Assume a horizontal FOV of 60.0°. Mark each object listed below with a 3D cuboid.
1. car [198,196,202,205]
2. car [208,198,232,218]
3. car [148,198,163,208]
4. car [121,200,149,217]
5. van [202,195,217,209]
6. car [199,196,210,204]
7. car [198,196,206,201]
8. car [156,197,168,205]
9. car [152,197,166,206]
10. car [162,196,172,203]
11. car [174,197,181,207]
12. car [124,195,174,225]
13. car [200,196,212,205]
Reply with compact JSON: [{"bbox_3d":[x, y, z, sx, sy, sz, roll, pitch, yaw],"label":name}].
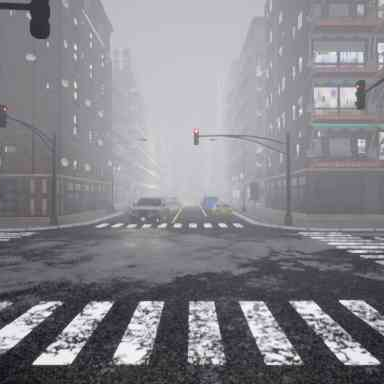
[{"bbox_3d":[2.499,1.346,49.740,2.192,1.841,5.009,1,0,0],"label":"car"},{"bbox_3d":[2.656,1.537,30.253,1.752,1.417,4.829,1,0,0],"label":"car"},{"bbox_3d":[-5.385,1.613,49.670,1.802,1.307,4.206,1,0,0],"label":"car"},{"bbox_3d":[-5.487,1.565,32.696,2.008,1.369,4.403,1,0,0],"label":"car"},{"bbox_3d":[2.540,1.366,44.087,1.690,1.788,3.998,1,0,0],"label":"van"},{"bbox_3d":[2.469,1.604,66.709,2.008,1.369,4.403,1,0,0],"label":"car"},{"bbox_3d":[2.443,1.626,83.677,1.887,1.381,4.507,1,0,0],"label":"car"},{"bbox_3d":[-5.402,1.627,60.985,1.802,1.307,4.206,1,0,0],"label":"car"},{"bbox_3d":[-5.392,1.563,55.157,1.752,1.417,4.829,1,0,0],"label":"car"},{"bbox_3d":[-5.420,1.612,72.301,2.008,1.369,4.403,1,0,0],"label":"car"},{"bbox_3d":[-2.833,1.479,52.862,1.882,1.535,5.008,0,0,0],"label":"car"},{"bbox_3d":[-2.954,1.326,24.312,2.150,2.045,5.566,0,2,5],"label":"car"},{"bbox_3d":[2.479,1.485,61.053,1.967,1.590,4.097,1,0,0],"label":"car"}]
